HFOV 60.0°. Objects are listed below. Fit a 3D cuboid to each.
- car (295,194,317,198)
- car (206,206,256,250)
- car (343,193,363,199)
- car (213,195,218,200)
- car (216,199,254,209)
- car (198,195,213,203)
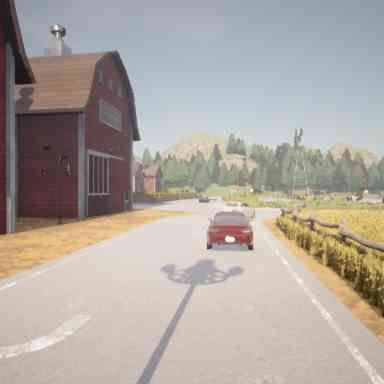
[{"bbox_3d":[26.910,1.307,77.177,4.605,1.855,1.932,0,0,9],"label":"car"},{"bbox_3d":[1.614,1.530,14.164,1.812,1.442,4.674,0,0,7],"label":"car"},{"bbox_3d":[41.634,1.310,85.097,3.866,1.878,1.905,0,0,9],"label":"car"},{"bbox_3d":[5.525,1.522,85.434,1.895,1.301,4.718,0,0,10],"label":"car"},{"bbox_3d":[3.912,1.530,28.207,1.812,1.442,4.674,0,0,29],"label":"car"},{"bbox_3d":[2.481,1.561,67.551,2.033,1.411,5.357,0,0,10],"label":"car"}]
